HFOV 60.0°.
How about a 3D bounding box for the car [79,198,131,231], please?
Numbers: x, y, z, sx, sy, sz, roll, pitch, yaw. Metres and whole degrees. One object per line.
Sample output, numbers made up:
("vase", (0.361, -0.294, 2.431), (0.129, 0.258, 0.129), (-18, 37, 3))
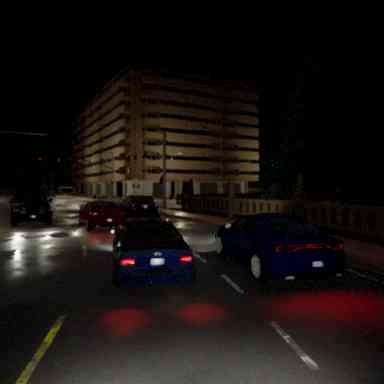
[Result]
("car", (-5.160, 1.207, 18.736), (1.882, 1.535, 5.008), (0, 1, -26))

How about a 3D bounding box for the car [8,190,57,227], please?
("car", (-10.196, 0.973, 20.956), (2.150, 2.045, 5.566), (0, 1, -29))

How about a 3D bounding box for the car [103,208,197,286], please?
("car", (-1.234, 1.414, 9.157), (2.033, 1.411, 5.357), (0, 1, -12))

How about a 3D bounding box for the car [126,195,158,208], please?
("car", (-4.102, 1.003, 24.258), (2.097, 1.767, 4.553), (0, 1, -27))

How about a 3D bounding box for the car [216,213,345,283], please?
("car", (2.131, 1.340, 9.452), (1.882, 1.535, 5.008), (0, 1, -12))
